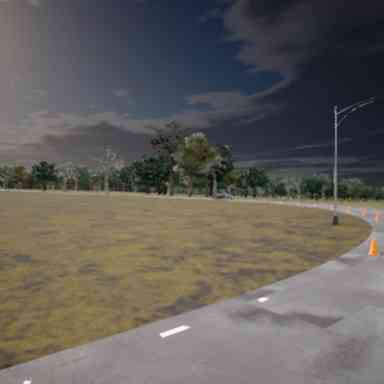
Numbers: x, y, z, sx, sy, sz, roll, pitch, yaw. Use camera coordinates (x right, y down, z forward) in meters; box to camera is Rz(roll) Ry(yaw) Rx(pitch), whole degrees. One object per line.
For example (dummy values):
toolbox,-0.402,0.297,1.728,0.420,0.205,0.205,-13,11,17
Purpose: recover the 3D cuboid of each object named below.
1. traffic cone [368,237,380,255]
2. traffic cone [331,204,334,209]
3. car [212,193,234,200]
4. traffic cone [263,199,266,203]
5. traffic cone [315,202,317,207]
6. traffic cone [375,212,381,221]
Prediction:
traffic cone,6.248,1.845,11.424,0.340,0.580,0.340,0,1,39
traffic cone,15.872,1.658,37.563,0.340,0.580,0.340,0,0,1
car,6.365,0.864,67.579,4.902,1.511,2.128,1,0,44
traffic cone,12.187,1.485,55.954,0.340,0.580,0.340,0,1,-24
traffic cone,15.719,1.622,42.285,0.340,0.580,0.340,0,0,-5
traffic cone,13.239,1.748,23.691,0.340,0.580,0.340,0,0,20
